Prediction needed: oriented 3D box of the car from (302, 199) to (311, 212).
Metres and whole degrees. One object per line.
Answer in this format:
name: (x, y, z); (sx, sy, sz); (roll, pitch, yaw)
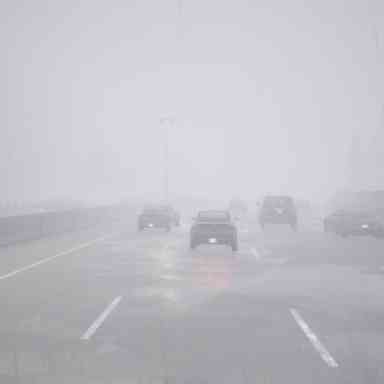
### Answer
car: (12.859, 1.539, 38.922); (1.837, 1.490, 4.892); (0, 0, 16)

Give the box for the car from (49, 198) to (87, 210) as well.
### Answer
car: (-15.458, 1.567, 42.246); (1.895, 1.301, 4.718); (0, 0, 15)

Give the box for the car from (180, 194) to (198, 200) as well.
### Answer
car: (-0.233, 1.300, 80.861); (1.837, 1.490, 4.892); (0, 0, 27)

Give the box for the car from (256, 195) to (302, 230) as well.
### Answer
car: (5.417, 1.236, 21.605); (2.150, 2.045, 5.566); (0, 0, 9)

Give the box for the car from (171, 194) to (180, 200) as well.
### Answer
car: (-3.502, 1.312, 82.167); (1.837, 1.490, 4.892); (0, 0, 27)

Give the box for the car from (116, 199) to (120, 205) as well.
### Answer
car: (-9.528, 1.332, 50.039); (2.097, 1.767, 4.553); (0, 0, 18)

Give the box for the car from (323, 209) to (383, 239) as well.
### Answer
car: (8.414, 1.586, 17.687); (1.994, 1.385, 4.181); (0, 0, 7)

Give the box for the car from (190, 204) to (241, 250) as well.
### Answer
car: (0.987, 1.508, 14.498); (1.837, 1.490, 4.892); (0, 0, 5)

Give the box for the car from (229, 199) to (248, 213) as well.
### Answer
car: (5.177, 1.520, 37.393); (1.837, 1.490, 4.892); (0, 0, 14)

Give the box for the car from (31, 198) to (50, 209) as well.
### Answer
car: (-18.650, 1.505, 43.932); (2.033, 1.411, 5.357); (0, 0, 15)

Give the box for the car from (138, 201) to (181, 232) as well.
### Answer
car: (-1.865, 1.502, 20.013); (1.837, 1.490, 4.892); (0, 0, 7)

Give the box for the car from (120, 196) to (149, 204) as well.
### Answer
car: (-7.347, 1.477, 45.284); (2.128, 1.511, 4.902); (0, 0, 17)
